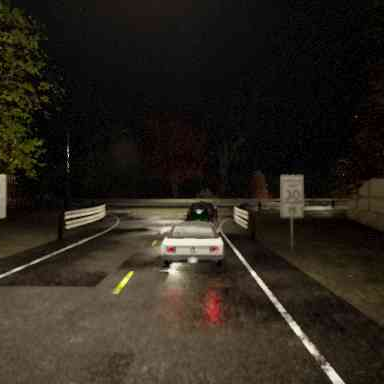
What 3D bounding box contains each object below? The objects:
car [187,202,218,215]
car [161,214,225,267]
[{"bbox_3d":[0.926,1.569,27.103,2.097,1.767,4.553,0,-1,11],"label":"car"},{"bbox_3d":[0.041,1.696,11.788,1.895,1.301,4.718,0,0,0],"label":"car"}]
